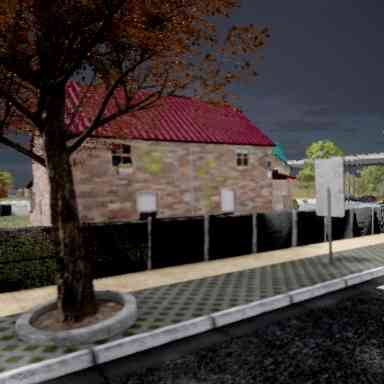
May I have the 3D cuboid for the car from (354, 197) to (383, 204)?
[{"bbox_3d":[21.207,1.678,38.860,1.994,1.385,4.181,-2,0,1],"label":"car"}]

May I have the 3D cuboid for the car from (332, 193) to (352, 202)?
[{"bbox_3d":[31.295,1.146,69.752,2.097,1.767,4.553,-2,0,0],"label":"car"}]

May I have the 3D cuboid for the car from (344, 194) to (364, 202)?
[{"bbox_3d":[24.622,1.559,52.409,1.837,1.490,4.892,-2,-1,1],"label":"car"}]

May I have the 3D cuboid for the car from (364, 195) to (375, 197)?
[{"bbox_3d":[31.216,1.346,59.351,1.837,1.490,4.892,-2,0,0],"label":"car"}]
